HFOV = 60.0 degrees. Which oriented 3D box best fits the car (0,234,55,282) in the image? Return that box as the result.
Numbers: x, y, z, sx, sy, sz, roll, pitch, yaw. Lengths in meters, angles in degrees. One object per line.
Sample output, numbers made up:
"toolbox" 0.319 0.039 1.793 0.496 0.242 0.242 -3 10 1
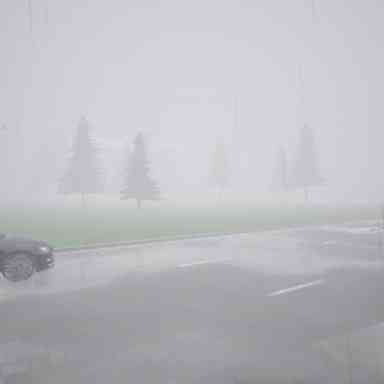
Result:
"car" -5.986 1.491 8.076 4.902 1.511 2.128 0 0 -36
